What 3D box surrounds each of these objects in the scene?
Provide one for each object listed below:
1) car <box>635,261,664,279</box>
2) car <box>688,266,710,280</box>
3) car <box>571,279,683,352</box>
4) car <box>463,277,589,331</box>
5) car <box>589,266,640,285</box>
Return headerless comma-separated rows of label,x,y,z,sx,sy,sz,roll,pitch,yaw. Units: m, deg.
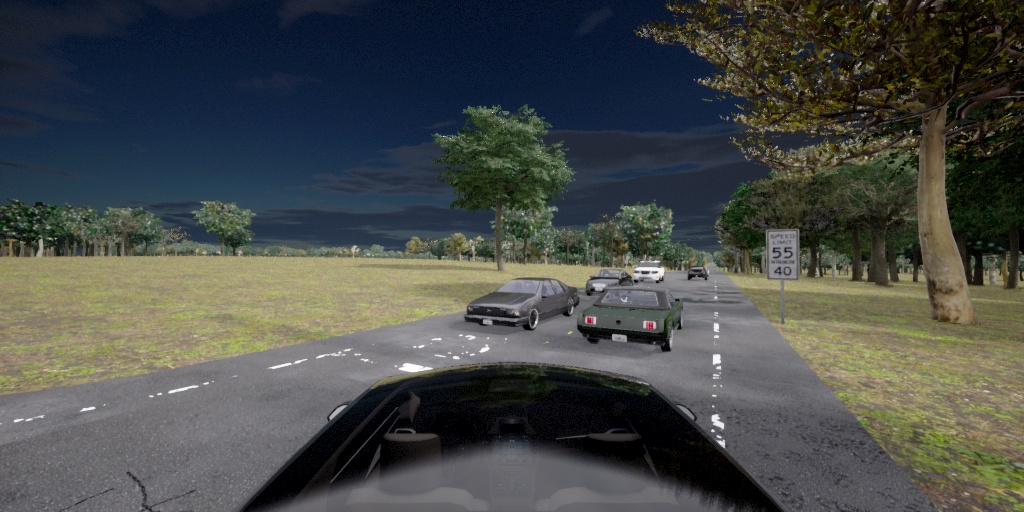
car,12.783,1.448,33.311,2.150,2.045,5.566,0,-1,29
car,20.322,1.847,39.178,1.837,1.490,4.892,0,-1,30
car,3.335,1.449,9.382,1.895,1.301,4.718,0,-1,30
car,0.653,1.425,11.951,2.033,1.411,5.357,0,-1,29
car,5.770,1.516,20.959,2.128,1.511,4.902,0,-1,30
